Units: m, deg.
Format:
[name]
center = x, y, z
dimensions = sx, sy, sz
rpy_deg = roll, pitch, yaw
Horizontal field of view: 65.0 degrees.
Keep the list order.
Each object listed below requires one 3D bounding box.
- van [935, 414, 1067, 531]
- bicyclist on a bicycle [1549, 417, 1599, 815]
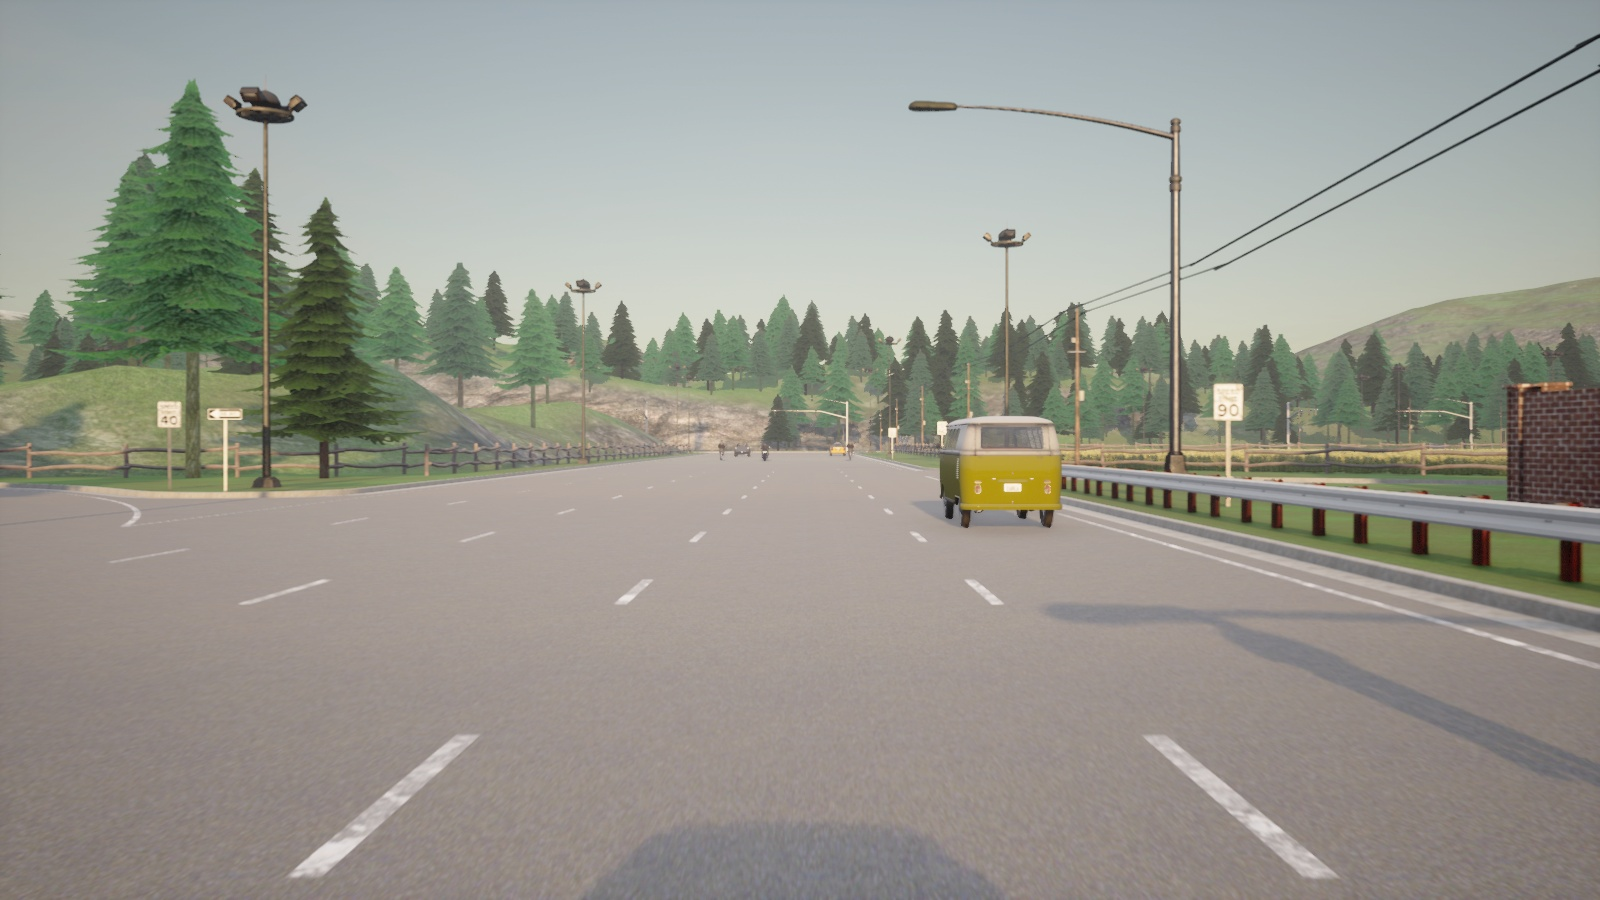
[van]
center = 3.648, 0.370, 23.544
dimensions = 1.775, 1.987, 4.442
rpy_deg = 0, 0, 0
[bicyclist on a bicycle]
center = 3.541, 0.676, 4.627
dimensions = 0.582, 1.620, 1.656
rpy_deg = 0, 0, 0
